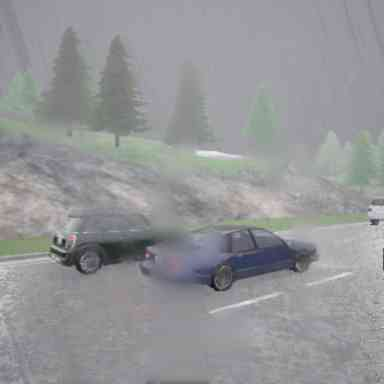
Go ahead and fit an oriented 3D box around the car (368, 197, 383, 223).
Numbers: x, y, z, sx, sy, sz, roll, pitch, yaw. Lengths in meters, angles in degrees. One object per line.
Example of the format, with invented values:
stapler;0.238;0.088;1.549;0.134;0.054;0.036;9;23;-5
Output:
car;14.688;1.361;23.712;5.566;2.045;2.150;0;0;-37

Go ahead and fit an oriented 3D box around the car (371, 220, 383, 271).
car;7.026;1.556;9.114;4.892;1.490;1.837;0;0;-37

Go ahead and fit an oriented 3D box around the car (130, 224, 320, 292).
car;1.265;1.616;9.160;5.357;1.411;2.033;0;-1;-37

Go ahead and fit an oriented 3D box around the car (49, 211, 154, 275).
car;-2.149;1.444;11.012;4.553;1.767;2.097;0;-1;-36
